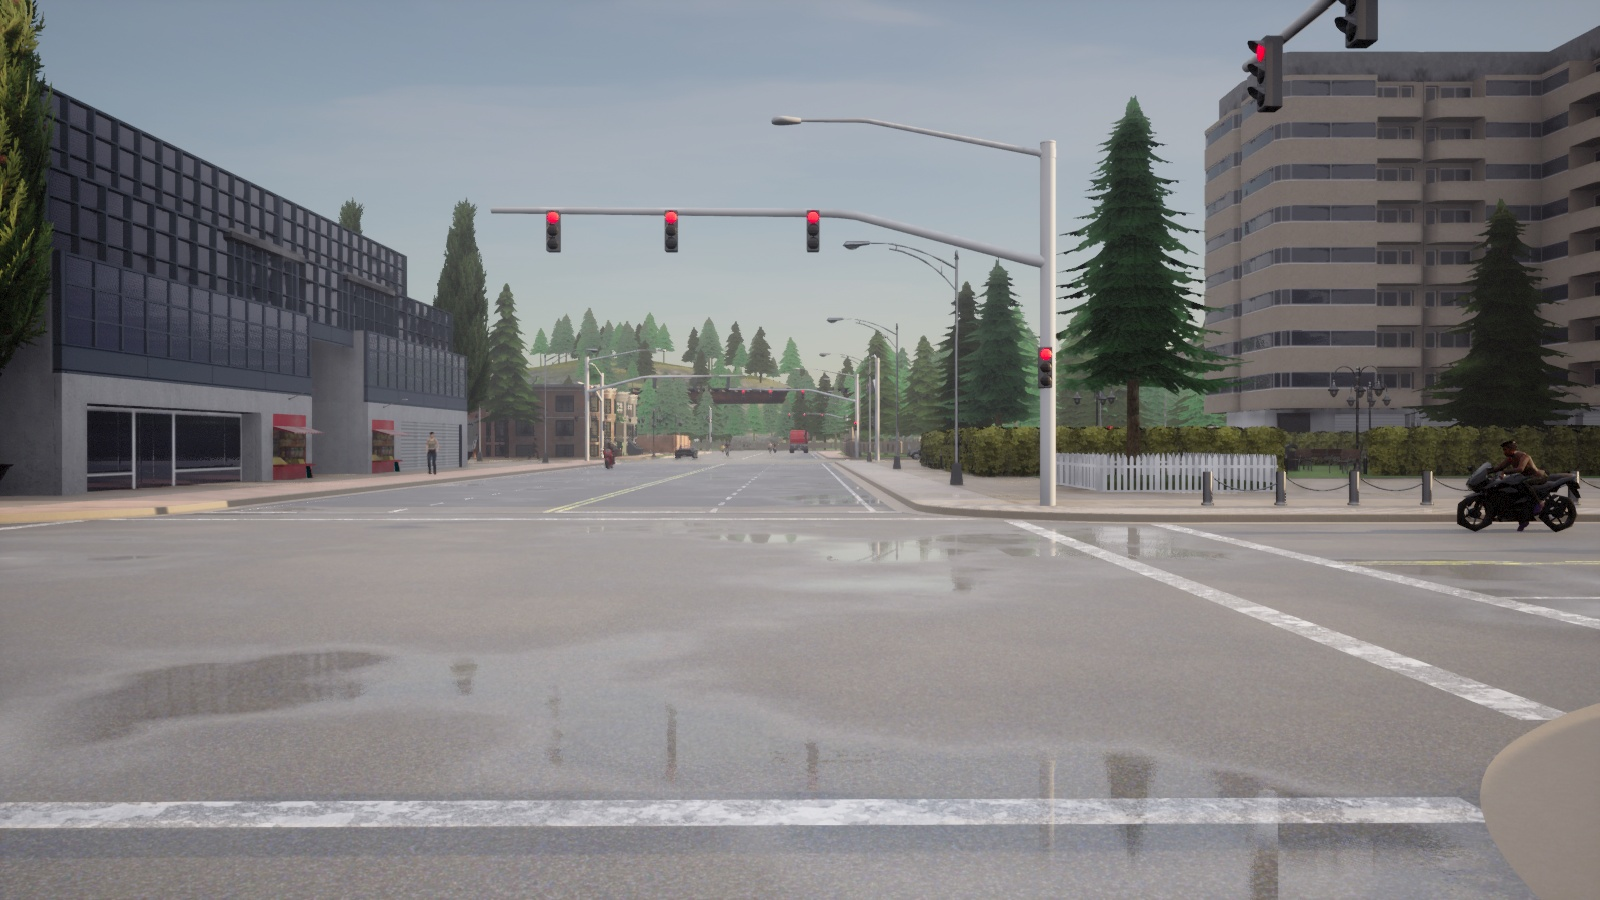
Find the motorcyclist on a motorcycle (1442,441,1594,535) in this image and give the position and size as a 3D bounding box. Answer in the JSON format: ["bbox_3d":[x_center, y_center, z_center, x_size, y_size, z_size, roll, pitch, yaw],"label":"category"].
[{"bbox_3d":[11.870,0.621,20.800,2.044,1.523,0.797,0,0,0],"label":"motorcyclist on a motorcycle"}]

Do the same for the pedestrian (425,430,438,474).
[{"bbox_3d":[-15.556,0.093,53.030,0.345,1.836,0.594,0,0,0],"label":"pedestrian"}]

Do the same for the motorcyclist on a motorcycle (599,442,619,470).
[{"bbox_3d":[-10.667,0.324,70.137,0.797,1.523,2.044,0,0,0],"label":"motorcyclist on a motorcycle"}]
